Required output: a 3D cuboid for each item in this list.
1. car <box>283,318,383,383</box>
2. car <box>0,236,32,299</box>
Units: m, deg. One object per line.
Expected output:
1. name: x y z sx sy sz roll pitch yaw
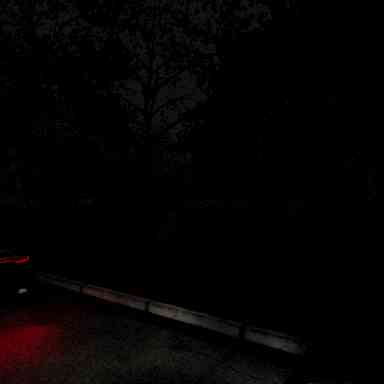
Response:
1. car: 2.622 1.351 1.494 4.553 1.767 2.097 0 0 36
2. car: -5.563 1.488 7.395 5.008 1.535 1.882 0 0 36
